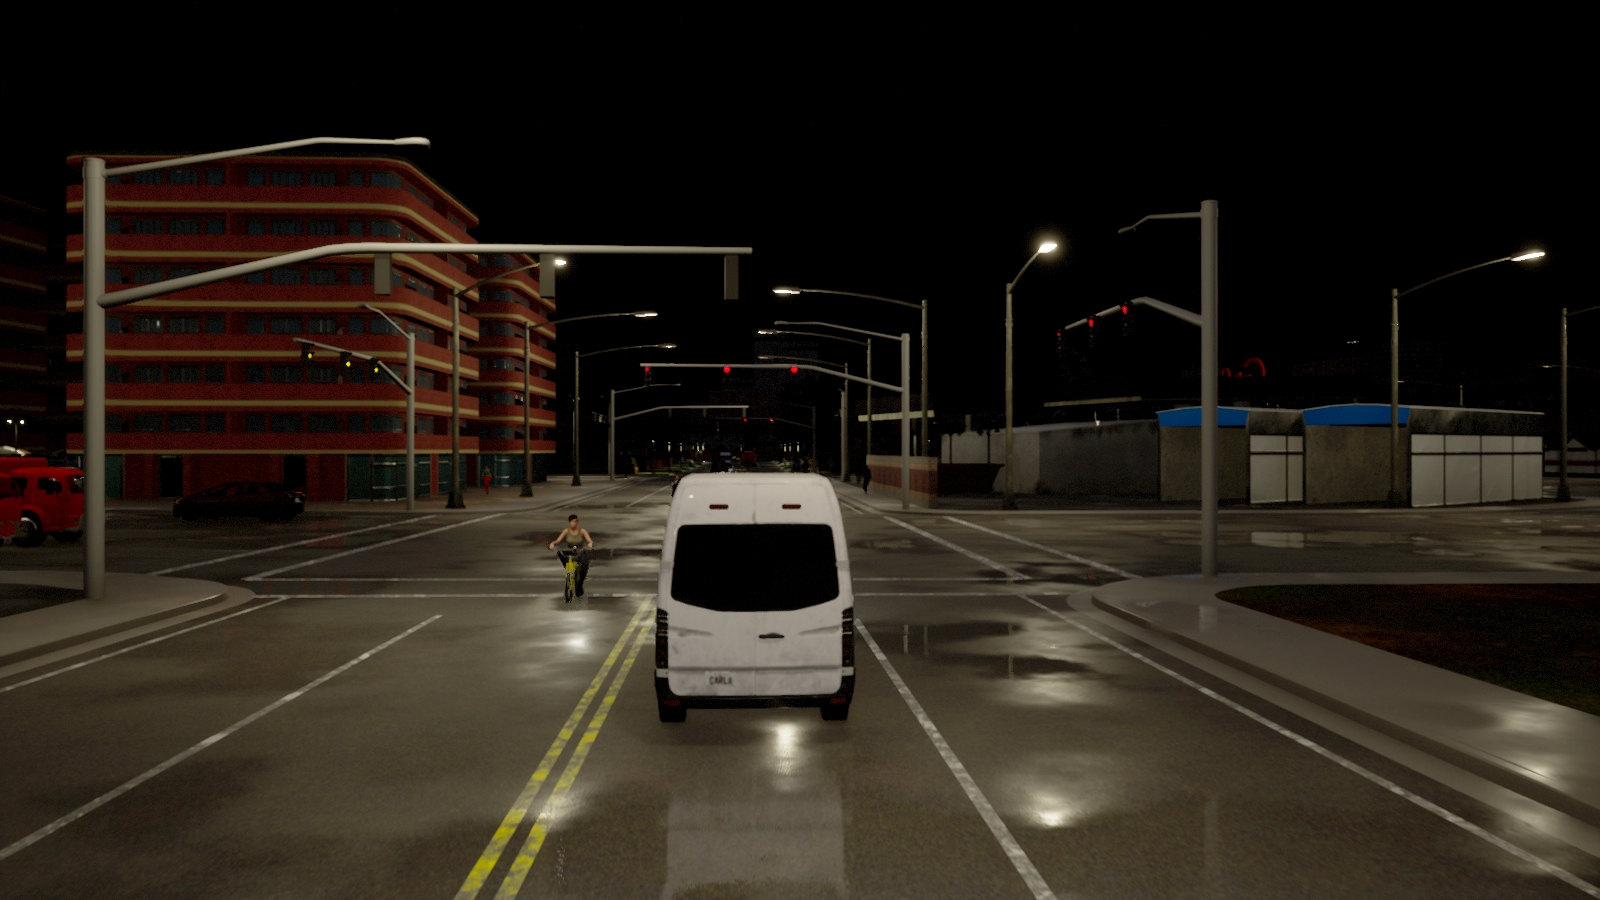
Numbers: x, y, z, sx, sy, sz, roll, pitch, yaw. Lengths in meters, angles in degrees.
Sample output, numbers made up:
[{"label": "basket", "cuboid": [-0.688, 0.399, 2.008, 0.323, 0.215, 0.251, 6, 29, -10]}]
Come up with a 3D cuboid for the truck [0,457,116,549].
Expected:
[{"label": "truck", "cuboid": [-22.964, 1.449, 32.651, 5.204, 2.467, 2.627, 1, 0, -2]}]

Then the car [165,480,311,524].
[{"label": "car", "cuboid": [-21.168, 1.951, 43.200, 4.514, 1.525, 2.007, 1, 0, -2]}]

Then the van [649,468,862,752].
[{"label": "van", "cuboid": [-0.565, 1.543, 13.659, 1.988, 2.561, 5.915, 0, 0, -3]}]

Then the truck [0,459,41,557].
[{"label": "truck", "cuboid": [-22.869, 1.450, 29.137, 5.204, 2.467, 2.627, 1, 0, -2]}]
